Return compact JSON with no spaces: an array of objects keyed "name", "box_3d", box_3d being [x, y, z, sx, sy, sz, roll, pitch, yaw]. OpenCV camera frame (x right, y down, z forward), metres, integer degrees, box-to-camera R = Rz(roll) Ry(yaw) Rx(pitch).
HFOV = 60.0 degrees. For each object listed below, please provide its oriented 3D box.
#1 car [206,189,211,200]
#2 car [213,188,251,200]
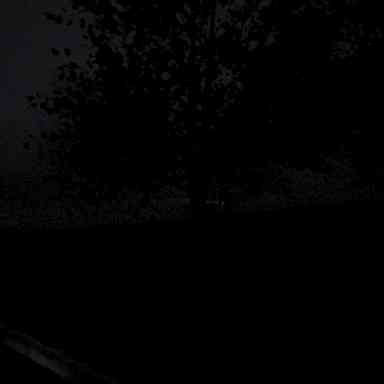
[{"name":"car","box_3d":[3.200,0.180,43.054,5.008,1.535,1.882,-3,3,-31]},{"name":"car","box_3d":[5.115,0.308,40.130,4.674,1.442,1.812,-3,3,-31]}]
